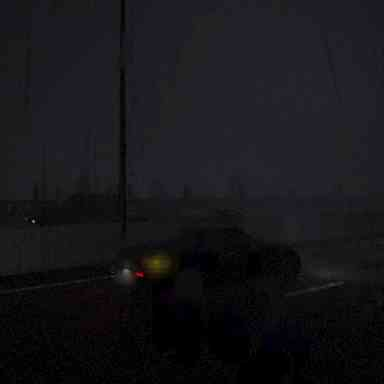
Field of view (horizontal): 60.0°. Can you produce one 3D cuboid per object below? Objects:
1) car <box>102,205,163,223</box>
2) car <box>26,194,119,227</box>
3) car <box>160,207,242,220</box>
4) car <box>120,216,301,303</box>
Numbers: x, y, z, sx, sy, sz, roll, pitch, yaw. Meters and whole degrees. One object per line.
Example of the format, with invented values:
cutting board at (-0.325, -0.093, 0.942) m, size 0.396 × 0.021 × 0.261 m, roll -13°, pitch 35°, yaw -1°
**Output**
car at (-2.342, 1.547, 18.795) m, size 4.718 × 1.301 × 1.895 m, roll 0°, pitch 0°, yaw -30°
car at (-6.928, 1.155, 20.113) m, size 5.566 × 2.045 × 2.150 m, roll 0°, pitch 0°, yaw -32°
car at (1.090, 1.559, 16.728) m, size 4.718 × 1.301 × 1.895 m, roll 0°, pitch 0°, yaw -29°
car at (0.599, 1.505, 8.101) m, size 4.674 × 1.442 × 1.812 m, roll 0°, pitch 0°, yaw -32°
